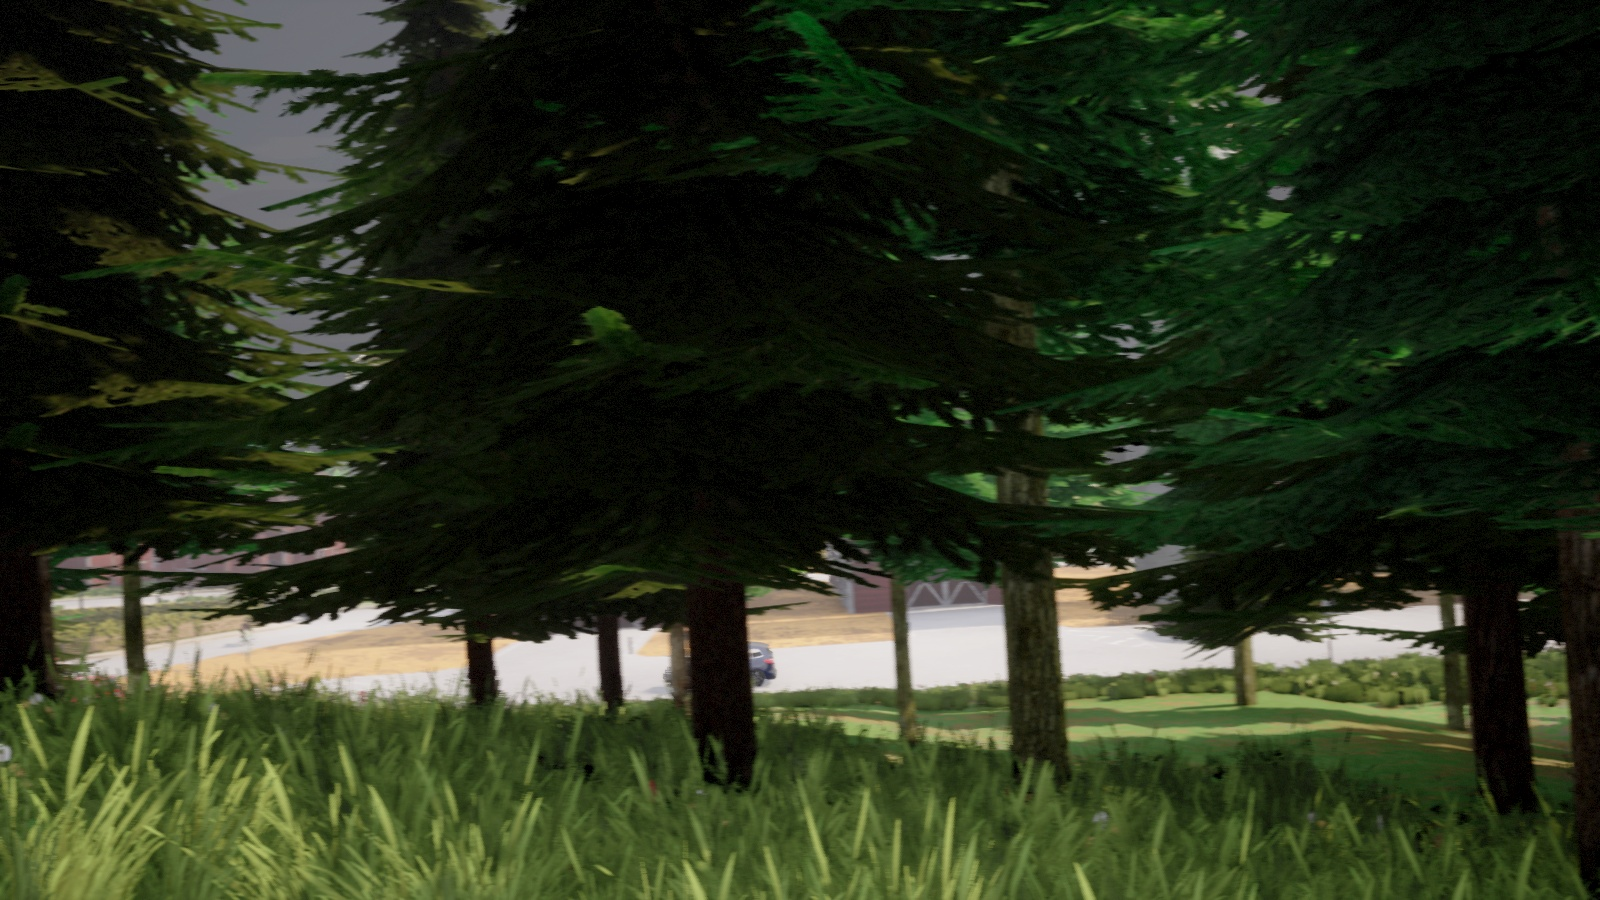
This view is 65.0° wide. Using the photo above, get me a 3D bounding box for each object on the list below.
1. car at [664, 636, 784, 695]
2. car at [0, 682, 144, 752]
[{"bbox_3d":[-3.011,8.670,50.729,4.611,1.667,2.242,-5,-2,-1],"label":"car"},{"bbox_3d":[-29.697,10.714,50.297,5.566,2.045,2.150,-5,-2,-1],"label":"car"}]
